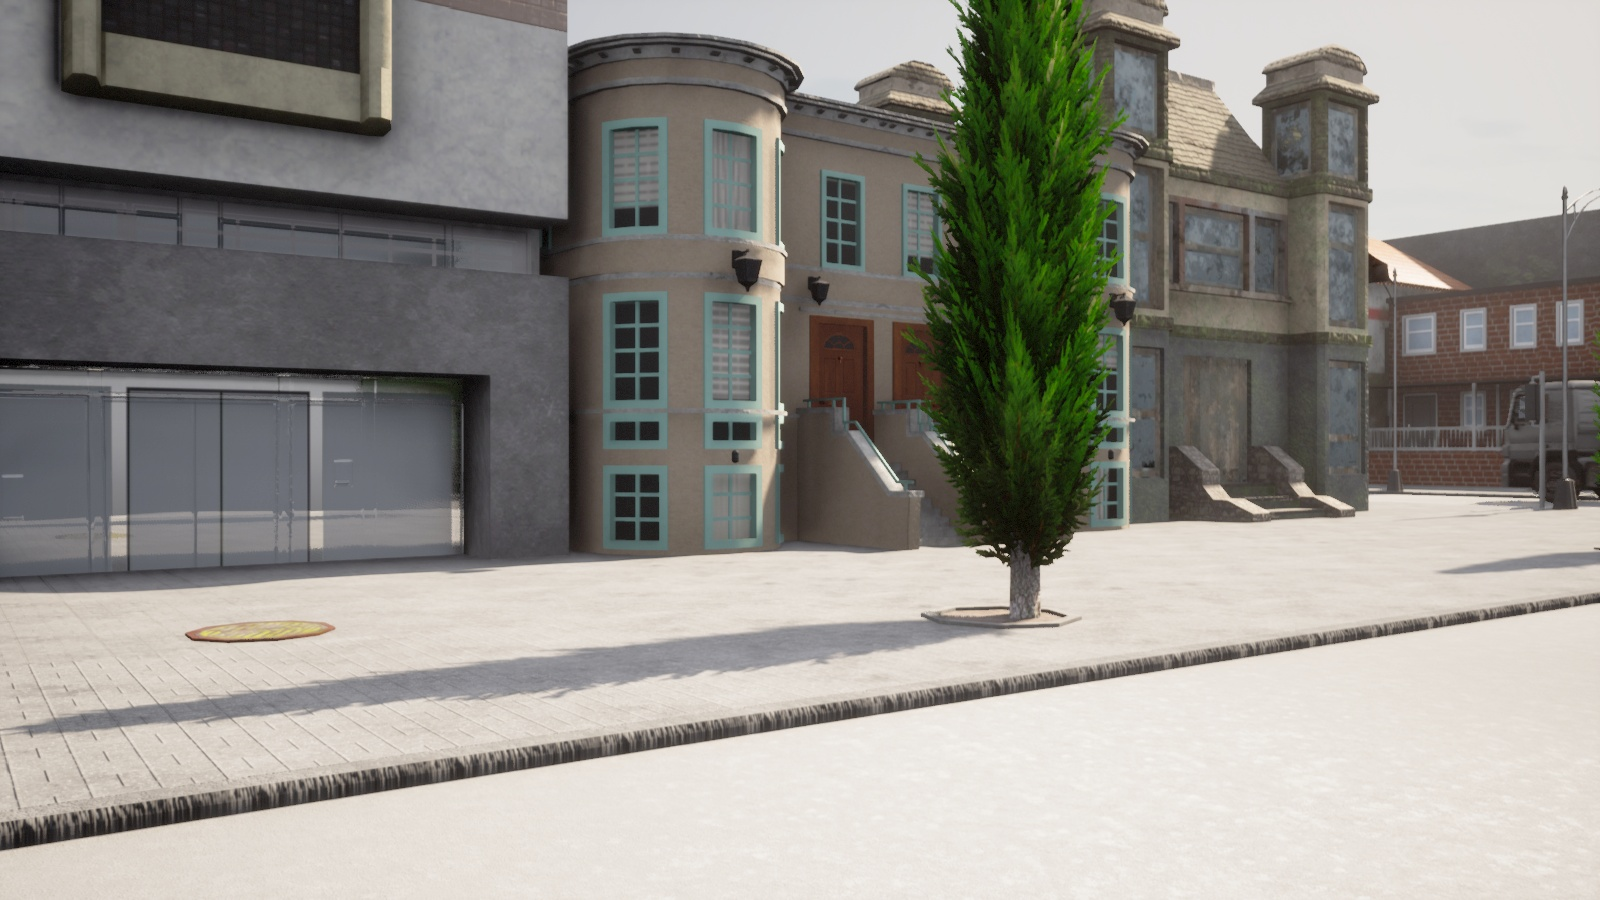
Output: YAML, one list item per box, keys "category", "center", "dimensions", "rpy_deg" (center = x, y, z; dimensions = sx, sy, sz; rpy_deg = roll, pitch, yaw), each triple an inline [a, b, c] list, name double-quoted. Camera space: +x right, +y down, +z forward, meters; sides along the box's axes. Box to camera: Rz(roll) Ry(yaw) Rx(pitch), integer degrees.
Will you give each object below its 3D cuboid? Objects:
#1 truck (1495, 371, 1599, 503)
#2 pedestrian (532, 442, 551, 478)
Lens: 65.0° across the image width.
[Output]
- category: "truck"
  center: [22.737, -0.349, 32.765]
  dimensions: [2.891, 3.462, 7.936]
  rpy_deg: [0, 0, -24]
- category: "pedestrian"
  center: [-14.190, 0.547, 68.913]
  dimensions: [0.659, 1.952, 0.873]
  rpy_deg: [0, 0, -39]
